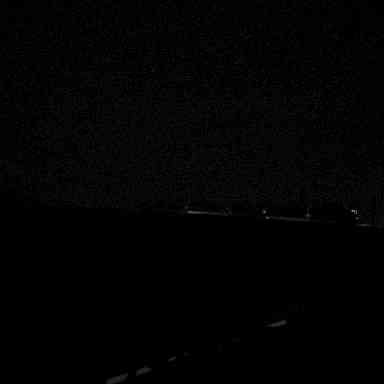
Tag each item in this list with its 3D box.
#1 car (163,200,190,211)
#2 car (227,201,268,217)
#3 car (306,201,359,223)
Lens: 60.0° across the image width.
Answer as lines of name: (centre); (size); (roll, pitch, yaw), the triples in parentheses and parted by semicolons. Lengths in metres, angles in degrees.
car: (-2.147, 1.860, 45.836); (2.128, 1.511, 4.902); (2, -1, -36)
car: (5.728, 1.737, 34.889); (2.128, 1.511, 4.902); (2, -1, -36)
car: (11.641, 1.522, 26.802); (2.097, 1.767, 4.553); (2, -1, -37)
